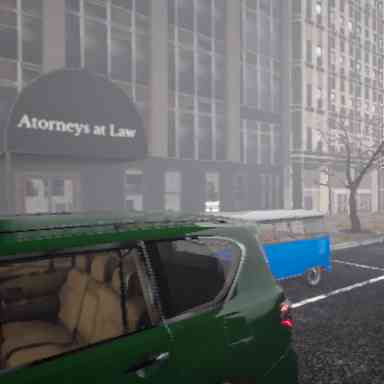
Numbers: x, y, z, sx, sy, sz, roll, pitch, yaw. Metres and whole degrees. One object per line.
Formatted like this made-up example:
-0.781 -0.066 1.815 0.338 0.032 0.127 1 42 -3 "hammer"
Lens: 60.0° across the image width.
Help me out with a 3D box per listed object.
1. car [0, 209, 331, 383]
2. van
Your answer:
-1.684 1.221 2.155 5.566 2.045 2.150 0 0 -35 "car"
1.462 1.323 7.610 3.998 1.788 1.690 0 0 -36 "van"
